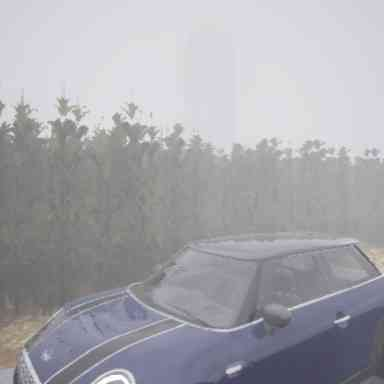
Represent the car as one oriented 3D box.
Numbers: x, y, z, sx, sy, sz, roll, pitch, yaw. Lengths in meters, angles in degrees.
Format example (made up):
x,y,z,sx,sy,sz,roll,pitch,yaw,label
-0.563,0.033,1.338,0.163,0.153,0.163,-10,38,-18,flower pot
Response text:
x,y,z,sx,sy,sz,roll,pitch,yaw,label
0.503,1.353,3.856,4.553,1.767,2.097,0,0,-35,car
